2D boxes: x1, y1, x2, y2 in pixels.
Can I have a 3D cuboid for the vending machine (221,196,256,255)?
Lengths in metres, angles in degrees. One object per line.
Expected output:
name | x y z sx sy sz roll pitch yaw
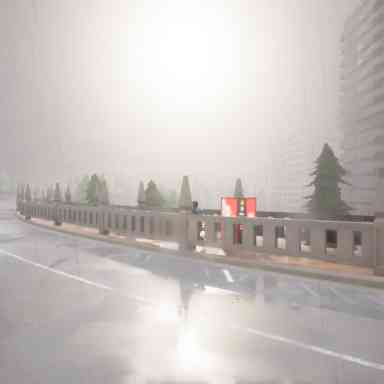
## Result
vending machine | 1.775 1.195 12.644 0.880 2.100 1.100 0 0 41

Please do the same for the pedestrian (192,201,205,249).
pedestrian | 0.147 1.141 12.066 0.375 1.860 0.375 0 0 41
